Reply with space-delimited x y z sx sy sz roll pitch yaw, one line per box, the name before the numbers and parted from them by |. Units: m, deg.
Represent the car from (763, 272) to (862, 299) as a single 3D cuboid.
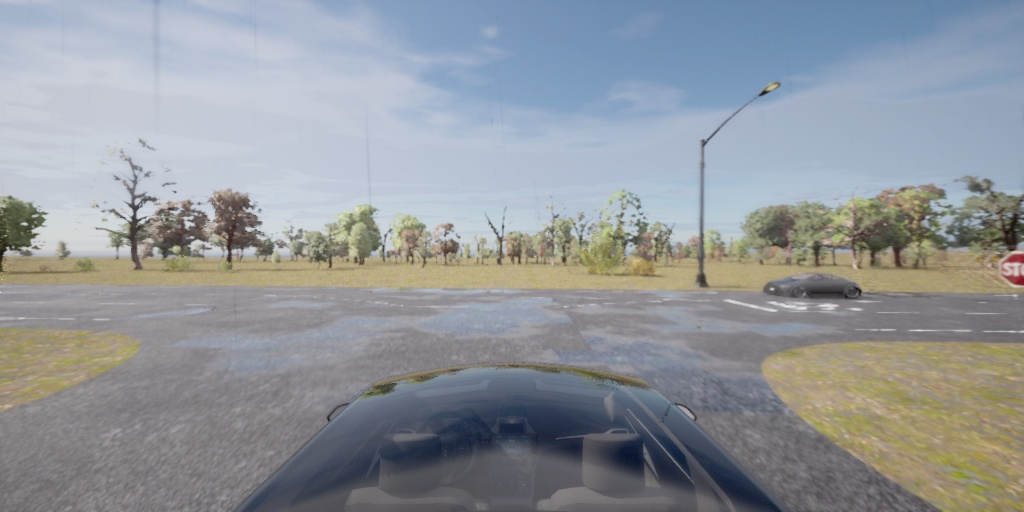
car | 16.091 1.592 19.347 4.181 1.385 1.994 0 0 2
